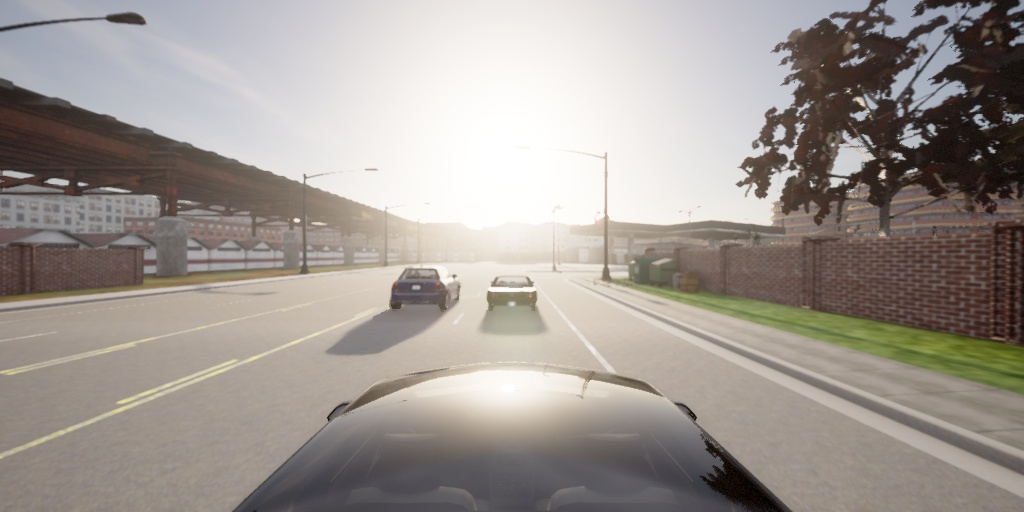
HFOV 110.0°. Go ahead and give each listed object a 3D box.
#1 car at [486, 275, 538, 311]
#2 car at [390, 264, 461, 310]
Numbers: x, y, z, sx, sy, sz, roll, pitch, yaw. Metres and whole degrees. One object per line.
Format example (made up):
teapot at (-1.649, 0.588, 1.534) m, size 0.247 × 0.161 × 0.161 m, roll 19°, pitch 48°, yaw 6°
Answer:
car at (0.017, 1.426, 15.042) m, size 1.895 × 1.301 × 4.718 m, roll 0°, pitch 0°, yaw 0°
car at (-3.480, 1.176, 15.219) m, size 2.097 × 1.767 × 4.553 m, roll 0°, pitch 0°, yaw 0°
